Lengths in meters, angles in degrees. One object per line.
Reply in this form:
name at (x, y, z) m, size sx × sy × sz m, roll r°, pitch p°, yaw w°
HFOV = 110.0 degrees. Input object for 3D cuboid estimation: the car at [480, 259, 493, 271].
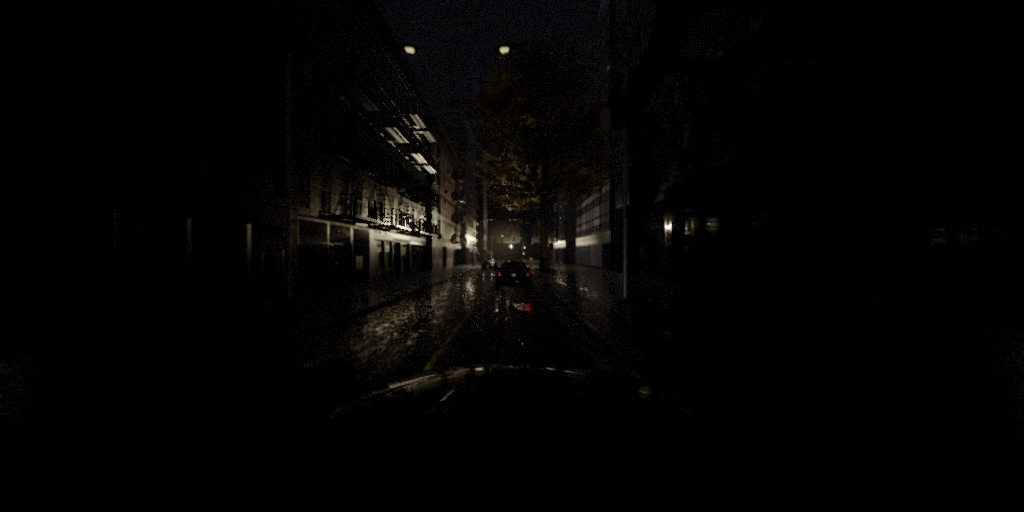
car at (-3.029, 1.135, 47.258) m, size 2.128 × 1.511 × 4.902 m, roll 0°, pitch 0°, yaw 1°

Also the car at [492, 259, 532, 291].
car at (0.099, 1.073, 21.972) m, size 2.097 × 1.767 × 4.553 m, roll 0°, pitch 0°, yaw 0°
